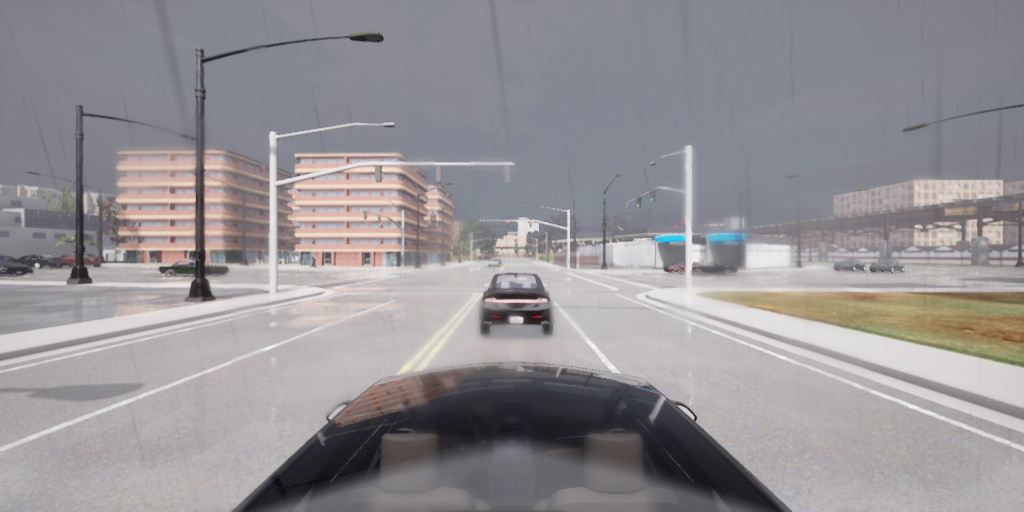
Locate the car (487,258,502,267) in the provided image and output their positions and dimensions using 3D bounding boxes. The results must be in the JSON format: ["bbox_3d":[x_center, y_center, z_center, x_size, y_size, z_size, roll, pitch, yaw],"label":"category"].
[{"bbox_3d":[-3.294,1.267,63.608,1.895,1.301,4.718,0,0,1],"label":"car"}]

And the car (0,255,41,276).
[{"bbox_3d":[-39.733,0.829,27.087,5.357,1.411,2.033,1,0,1],"label":"car"}]

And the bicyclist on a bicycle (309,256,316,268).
[{"bbox_3d":[-25.961,0.783,46.744,0.582,1.620,1.656,1,0,1],"label":"bicyclist on a bicycle"}]

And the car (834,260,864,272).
[{"bbox_3d":[41.506,1.198,43.966,4.892,1.490,1.837,0,0,-28],"label":"car"}]

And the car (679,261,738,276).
[{"bbox_3d":[19.693,1.304,35.755,4.718,1.301,1.895,0,0,0],"label":"car"}]

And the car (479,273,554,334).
[{"bbox_3d":[0.116,1.230,10.479,2.128,1.511,4.902,0,0,0],"label":"car"}]

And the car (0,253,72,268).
[{"bbox_3d":[-50.404,0.579,37.991,4.892,1.490,1.837,1,0,2],"label":"car"}]

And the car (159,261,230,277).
[{"bbox_3d":[-26.676,1.100,30.273,4.718,1.301,1.895,1,0,1],"label":"car"}]

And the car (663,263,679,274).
[{"bbox_3d":[18.895,1.263,39.305,4.181,1.385,1.994,0,0,0],"label":"car"}]

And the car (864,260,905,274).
[{"bbox_3d":[42.425,1.203,40.530,4.892,1.490,1.837,1,0,-27],"label":"car"}]
